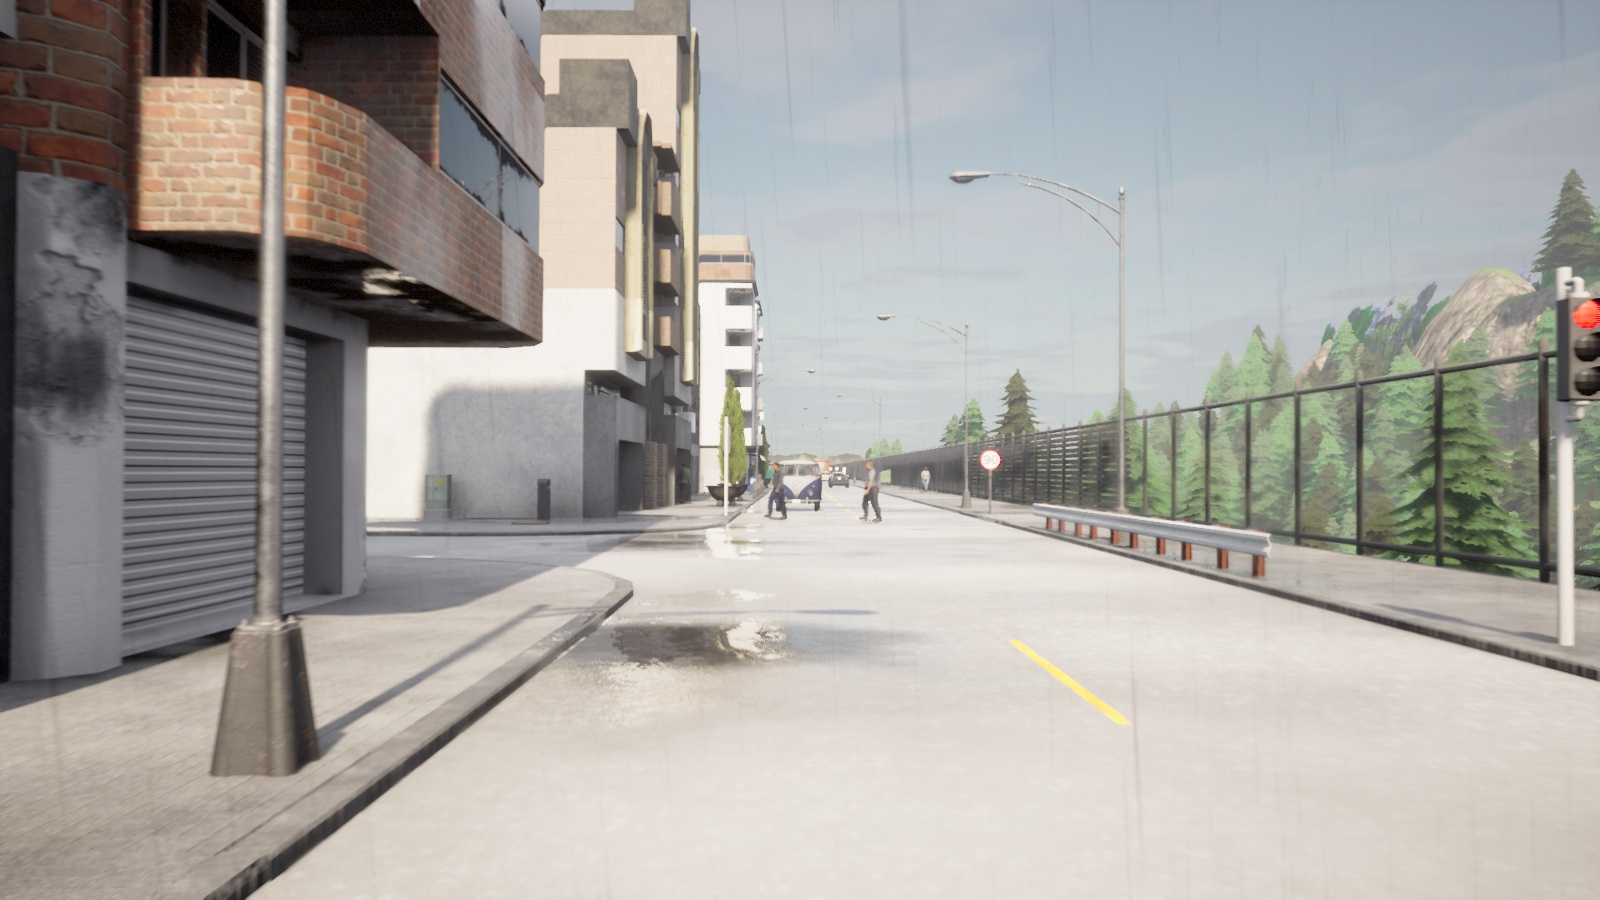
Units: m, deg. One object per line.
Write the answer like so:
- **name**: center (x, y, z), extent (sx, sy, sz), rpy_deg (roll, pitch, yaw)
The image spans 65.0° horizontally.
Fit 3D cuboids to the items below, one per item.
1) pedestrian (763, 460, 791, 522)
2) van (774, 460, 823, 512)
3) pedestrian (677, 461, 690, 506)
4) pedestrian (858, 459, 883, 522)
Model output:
- **pedestrian**: center (-0.730, 1.284, 39.502), extent (0.788, 1.949, 0.423), rpy_deg (0, -1, -22)
- **van**: center (-0.036, 1.407, 50.170), extent (1.775, 1.987, 4.442), rpy_deg (0, -1, 2)
- **pedestrian**: center (-5.102, 1.464, 54.965), extent (0.423, 1.949, 0.788), rpy_deg (0, -1, -14)
- **pedestrian**: center (2.090, 1.190, 37.085), extent (0.694, 1.848, 0.540), rpy_deg (0, -1, -1)
